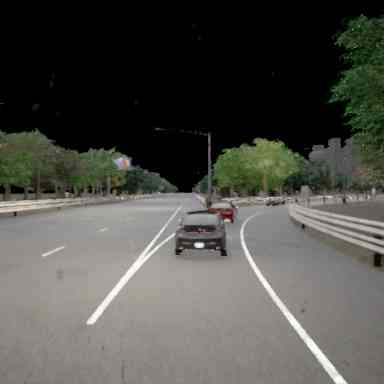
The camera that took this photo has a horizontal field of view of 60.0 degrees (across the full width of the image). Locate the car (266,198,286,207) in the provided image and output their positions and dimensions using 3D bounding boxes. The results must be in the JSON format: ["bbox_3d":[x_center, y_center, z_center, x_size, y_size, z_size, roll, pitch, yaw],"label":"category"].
[{"bbox_3d":[12.867,1.559,50.530,1.895,1.301,4.718,0,0,32],"label":"car"}]

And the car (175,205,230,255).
[{"bbox_3d":[0.456,1.499,13.355,1.837,1.490,4.892,-1,0,5],"label":"car"}]

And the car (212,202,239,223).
[{"bbox_3d":[2.415,1.482,25.295,1.882,1.535,5.008,0,0,13],"label":"car"}]
